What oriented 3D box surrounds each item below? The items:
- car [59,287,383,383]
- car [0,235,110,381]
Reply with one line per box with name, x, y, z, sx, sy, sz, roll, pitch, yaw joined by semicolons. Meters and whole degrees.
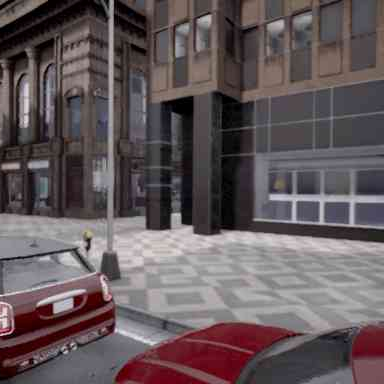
car;1.403;1.545;1.959;4.507;1.381;1.887;0;0;35
car;-3.158;1.408;5.210;4.097;1.590;1.967;0;0;35
